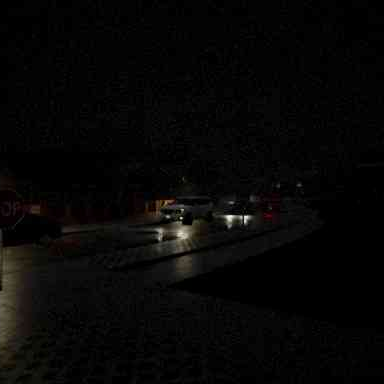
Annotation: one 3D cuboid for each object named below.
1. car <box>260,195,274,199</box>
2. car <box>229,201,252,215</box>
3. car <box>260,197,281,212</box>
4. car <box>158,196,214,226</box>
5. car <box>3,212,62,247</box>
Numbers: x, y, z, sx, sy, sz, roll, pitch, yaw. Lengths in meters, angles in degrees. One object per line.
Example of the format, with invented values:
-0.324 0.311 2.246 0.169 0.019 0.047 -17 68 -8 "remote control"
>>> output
12.759 1.482 56.135 2.150 2.045 5.566 0 0 6 "car"
5.476 1.661 37.252 1.882 1.535 5.008 0 0 20 "car"
9.987 1.702 41.691 1.837 1.490 4.892 0 -1 16 "car"
-0.266 1.347 24.829 2.150 2.045 5.566 0 -1 29 "car"
-7.789 1.540 13.413 1.882 1.535 5.008 0 0 35 "car"
